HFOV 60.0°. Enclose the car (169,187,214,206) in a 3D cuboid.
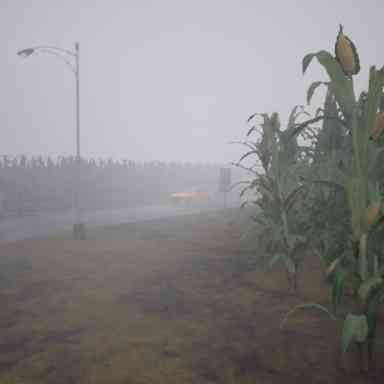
[{"bbox_3d":[0.055,0.323,29.688,1.882,1.535,5.008,2,3,37],"label":"car"}]
